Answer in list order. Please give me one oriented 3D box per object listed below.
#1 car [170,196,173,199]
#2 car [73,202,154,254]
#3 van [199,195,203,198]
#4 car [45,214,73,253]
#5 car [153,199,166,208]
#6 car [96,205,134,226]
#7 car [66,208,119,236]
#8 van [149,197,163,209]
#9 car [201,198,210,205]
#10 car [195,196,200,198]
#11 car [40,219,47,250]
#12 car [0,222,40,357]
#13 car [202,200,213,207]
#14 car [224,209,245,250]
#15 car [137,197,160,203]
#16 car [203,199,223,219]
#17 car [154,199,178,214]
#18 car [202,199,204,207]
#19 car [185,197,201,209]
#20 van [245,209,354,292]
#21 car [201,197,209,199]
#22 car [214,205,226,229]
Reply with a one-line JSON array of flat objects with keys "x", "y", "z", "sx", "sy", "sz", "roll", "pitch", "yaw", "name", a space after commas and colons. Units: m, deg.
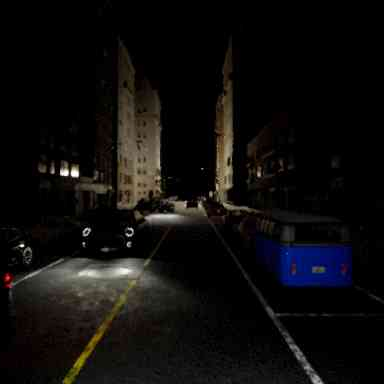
[{"x": -5.820, "y": 2.096, "z": 71.204, "sx": 2.008, "sy": 1.369, "sz": 4.403, "roll": 0, "pitch": 0, "yaw": 0, "name": "car"}, {"x": -3.051, "y": 1.466, "z": 14.017, "sx": 2.097, "sy": 1.767, "sz": 4.553, "roll": 0, "pitch": 0, "yaw": 0, "name": "car"}, {"x": 2.703, "y": 1.849, "z": 65.550, "sx": 1.690, "sy": 1.788, "sz": 3.998, "roll": 0, "pitch": 0, "yaw": 0, "name": "van"}, {"x": -5.850, "y": 1.642, "z": 14.353, "sx": 1.752, "sy": 1.417, "sz": 4.829, "roll": 0, "pitch": 0, "yaw": 0, "name": "car"}, {"x": -5.826, "y": 1.993, "z": 59.698, "sx": 1.752, "sy": 1.417, "sz": 4.829, "roll": 0, "pitch": 0, "yaw": 0, "name": "car"}, {"x": -5.844, "y": 1.752, "z": 25.859, "sx": 1.887, "sy": 1.381, "sz": 4.507, "roll": 0, "pitch": 0, "yaw": 0, "name": "car"}, {"x": -5.847, "y": 1.729, "z": 20.191, "sx": 1.947, "sy": 1.339, "sz": 4.313, "roll": 0, "pitch": 0, "yaw": 0, "name": "car"}, {"x": -5.830, "y": 1.768, "z": 54.201, "sx": 1.690, "sy": 1.788, "sz": 3.998, "roll": 0, "pitch": 0, "yaw": 0, "name": "van"}, {"x": 2.693, "y": 1.950, "z": 48.540, "sx": 1.947, "sy": 1.339, "sz": 4.313, "roll": 0, "pitch": 0, "yaw": 0, "name": "car"}, {"x": 0.036, "y": 2.069, "z": 65.048, "sx": 1.994, "sy": 1.385, "sz": 4.181, "roll": 0, "pitch": 0, "yaw": 0, "name": "car"}, {"x": -5.854, "y": 1.639, "z": 8.855, "sx": 1.947, "sy": 1.339, "sz": 4.313, "roll": 0, "pitch": 0, "yaw": 0, "name": "car"}, {"x": -3.097, "y": 1.234, "z": 1.556, "sx": 2.150, "sy": 2.045, "sz": 5.566, "roll": 0, "pitch": 0, "yaw": 0, "name": "car"}, {"x": 2.700, "y": 2.051, "z": 59.878, "sx": 1.802, "sy": 1.307, "sz": 4.206, "roll": 0, "pitch": 0, "yaw": 0, "name": "car"}, {"x": 2.675, "y": 1.645, "z": 14.695, "sx": 1.752, "sy": 1.417, "sz": 4.829, "roll": 0, "pitch": 0, "yaw": 0, "name": "car"}, {"x": -5.835, "y": 1.655, "z": 42.866, "sx": 2.192, "sy": 1.841, "sz": 5.009, "roll": 0, "pitch": 0, "yaw": 0, "name": "car"}, {"x": 2.367, "y": 1.716, "z": 32.365, "sx": 1.801, "sy": 1.575, "sz": 5.366, "roll": 0, "pitch": 0, "yaw": 0, "name": "car"}, {"x": -3.070, "y": 1.923, "z": 40.563, "sx": 1.895, "sy": 1.301, "sz": 4.718, "roll": 0, "pitch": 0, "yaw": 0, "name": "car"}, {"x": 2.690, "y": 1.906, "z": 42.871, "sx": 1.947, "sy": 1.339, "sz": 4.313, "roll": 0, "pitch": 0, "yaw": 0, "name": "car"}, {"x": 0.046, "y": 1.938, "z": 52.280, "sx": 1.812, "sy": 1.442, "sz": 4.674, "roll": 0, "pitch": 0, "yaw": 0, "name": "car"}, {"x": 2.672, "y": 1.414, "z": 8.858, "sx": 1.690, "sy": 1.788, "sz": 3.998, "roll": 0, "pitch": 0, "yaw": 0, "name": "van"}, {"x": 2.696, "y": 1.979, "z": 54.209, "sx": 2.008, "sy": 1.369, "sz": 4.403, "roll": 0, "pitch": 0, "yaw": 0, "name": "car"}, {"x": 2.678, "y": 1.714, "z": 20.195, "sx": 2.008, "sy": 1.369, "sz": 4.403, "roll": 0, "pitch": 0, "yaw": 0, "name": "car"}]
